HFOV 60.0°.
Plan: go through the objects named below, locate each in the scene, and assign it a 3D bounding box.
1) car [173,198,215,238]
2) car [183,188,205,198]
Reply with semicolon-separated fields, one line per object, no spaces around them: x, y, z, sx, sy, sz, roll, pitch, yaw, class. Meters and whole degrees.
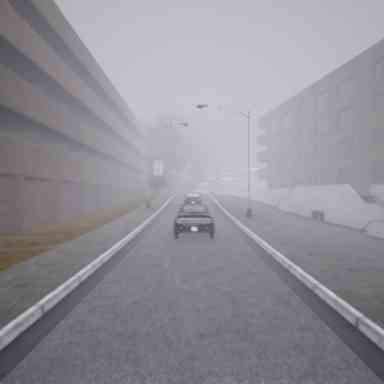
0.100;1.305;16.453;2.128;1.511;4.902;0;1;0;car
0.100;0.718;34.563;1.812;1.442;4.674;0;3;0;car
